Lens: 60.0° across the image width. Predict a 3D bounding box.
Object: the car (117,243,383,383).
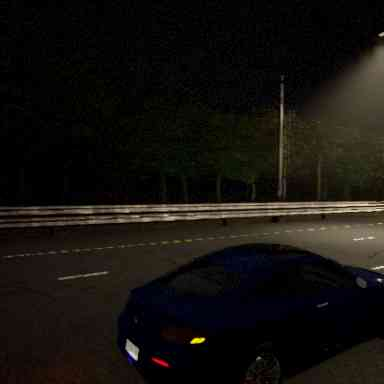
[{"bbox_3d":[1.272,1.494,4.790,4.674,1.442,1.812,1,1,-34],"label":"car"}]
